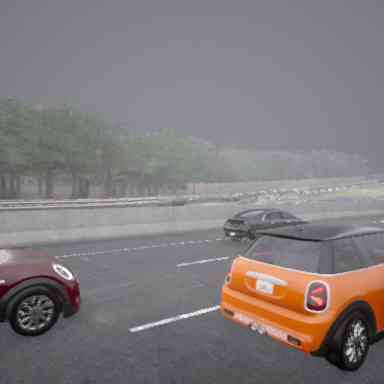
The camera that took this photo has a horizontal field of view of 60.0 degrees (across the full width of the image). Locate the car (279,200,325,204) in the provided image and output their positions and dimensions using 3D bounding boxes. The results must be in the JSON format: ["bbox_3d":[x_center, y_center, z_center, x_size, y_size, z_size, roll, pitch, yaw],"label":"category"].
[{"bbox_3d":[11.264,1.533,33.953,4.181,1.385,1.994,0,0,-36],"label":"car"}]

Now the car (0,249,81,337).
[{"bbox_3d":[-4.137,1.339,5.111,4.553,1.767,2.097,0,0,-36],"label":"car"}]

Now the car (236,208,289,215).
[{"bbox_3d":[3.620,1.489,15.098,4.892,1.490,1.837,0,0,-36],"label":"car"}]

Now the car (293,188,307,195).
[{"bbox_3d":[26.128,-0.239,80.401,1.882,1.535,5.008,0,3,41],"label":"car"}]

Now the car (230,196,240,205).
[{"bbox_3d":[7.052,1.518,39.542,4.181,1.385,1.994,0,0,-36],"label":"car"}]

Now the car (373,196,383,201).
[{"bbox_3d":[26.152,1.459,44.898,4.674,1.442,1.812,0,0,-36],"label":"car"}]

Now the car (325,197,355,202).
[{"bbox_3d":[20.562,1.497,45.140,5.357,1.411,2.033,0,0,-36],"label":"car"}]

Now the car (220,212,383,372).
[{"bbox_3d":[2.733,1.347,5.909,4.553,1.767,2.097,0,0,-36],"label":"car"}]

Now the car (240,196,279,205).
[{"bbox_3d":[7.731,1.488,35.703,4.674,1.442,1.812,0,0,-36],"label":"car"}]

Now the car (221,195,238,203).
[{"bbox_3d":[6.665,1.138,55.684,1.895,1.301,4.718,0,2,36],"label":"car"}]

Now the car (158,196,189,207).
[{"bbox_3d":[-2.312,1.333,42.539,1.882,1.535,5.008,1,2,35],"label":"car"}]

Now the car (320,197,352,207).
[{"bbox_3d":[21.896,1.468,50.444,5.357,1.411,2.033,0,0,-36],"label":"car"}]

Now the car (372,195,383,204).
[{"bbox_3d":[34.677,1.353,59.874,5.357,1.411,2.033,0,0,-37],"label":"car"}]

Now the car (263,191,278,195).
[{"bbox_3d":[16.181,0.572,68.353,1.994,1.385,4.181,0,2,37],"label":"car"}]
